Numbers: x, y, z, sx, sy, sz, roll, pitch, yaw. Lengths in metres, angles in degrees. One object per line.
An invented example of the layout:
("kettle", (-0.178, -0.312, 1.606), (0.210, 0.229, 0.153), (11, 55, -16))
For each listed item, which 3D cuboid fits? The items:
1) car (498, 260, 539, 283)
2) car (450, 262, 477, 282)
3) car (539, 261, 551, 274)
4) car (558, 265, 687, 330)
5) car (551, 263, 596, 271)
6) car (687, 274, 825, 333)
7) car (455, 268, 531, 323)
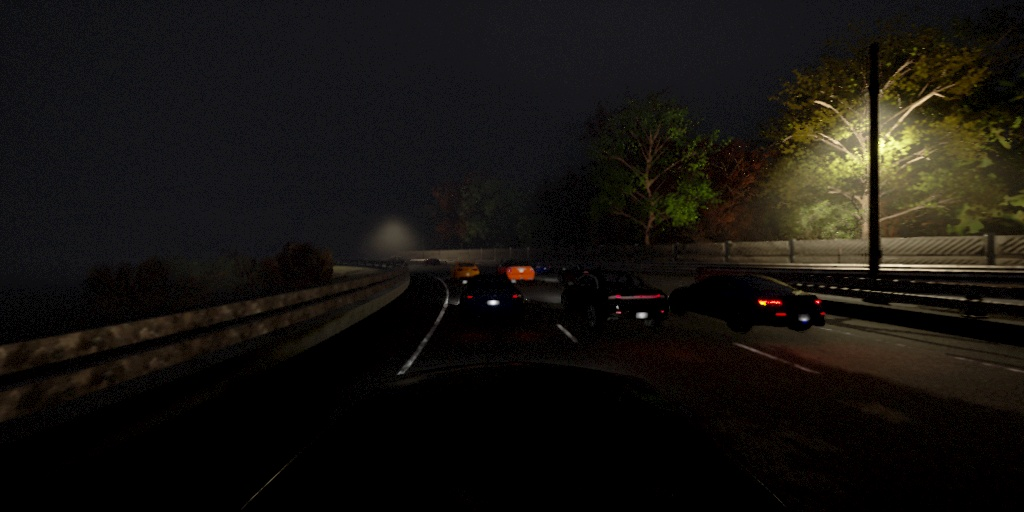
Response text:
("car", (0.145, 1.056, 27.072), (2.097, 1.767, 4.553), (0, 0, -14))
("car", (-3.866, 1.190, 28.719), (1.882, 1.535, 5.008), (0, 0, -15))
("car", (2.328, 1.227, 38.055), (1.994, 1.385, 4.181), (0, 0, -31))
("car", (2.889, 1.216, 11.061), (2.128, 1.511, 4.902), (0, 0, -6))
("car", (4.538, 1.190, 23.585), (2.128, 1.511, 4.902), (0, 0, -12))
("car", (6.482, 1.241, 10.488), (1.812, 1.442, 4.674), (0, 0, -5))
("car", (-0.748, 1.297, 12.236), (1.994, 1.385, 4.181), (0, 0, -6))
